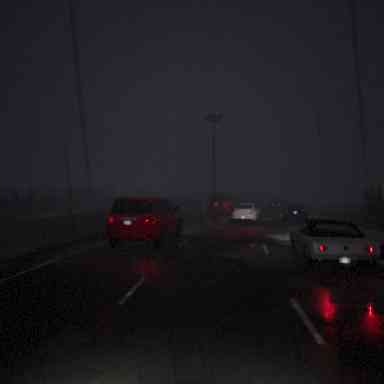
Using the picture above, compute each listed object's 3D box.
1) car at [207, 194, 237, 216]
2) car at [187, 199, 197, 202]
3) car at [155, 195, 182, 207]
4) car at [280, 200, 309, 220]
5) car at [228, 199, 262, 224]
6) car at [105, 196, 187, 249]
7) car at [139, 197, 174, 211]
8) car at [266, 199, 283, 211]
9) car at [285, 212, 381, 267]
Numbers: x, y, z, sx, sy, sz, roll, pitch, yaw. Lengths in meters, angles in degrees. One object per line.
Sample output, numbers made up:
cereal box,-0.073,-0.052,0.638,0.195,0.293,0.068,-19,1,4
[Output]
car,3.198,1.235,33.124,2.150,2.045,5.566,0,0,21
car,-0.557,1.571,42.391,1.994,1.385,4.181,0,0,25
car,-3.584,1.351,51.826,2.097,1.767,4.553,0,0,29
car,8.874,1.589,28.240,1.994,1.385,4.181,0,0,20
car,4.210,1.540,25.298,1.812,1.442,4.674,0,0,17
car,-1.927,1.220,14.887,2.150,2.045,5.566,0,0,9
car,-4.445,1.490,42.315,2.128,1.511,4.902,0,0,25
car,10.630,1.578,40.984,2.033,1.411,5.357,0,0,27
car,4.596,1.613,11.467,1.895,1.301,4.718,0,0,8
